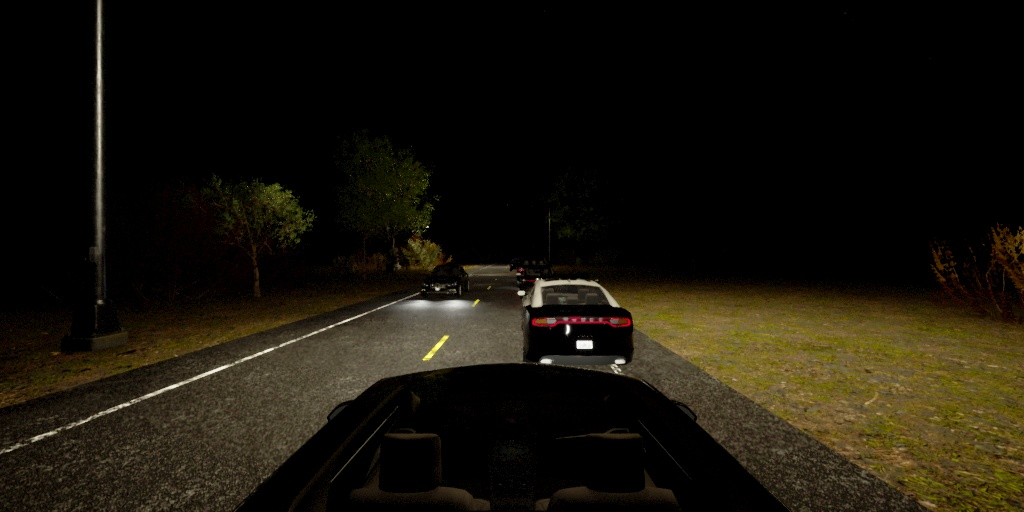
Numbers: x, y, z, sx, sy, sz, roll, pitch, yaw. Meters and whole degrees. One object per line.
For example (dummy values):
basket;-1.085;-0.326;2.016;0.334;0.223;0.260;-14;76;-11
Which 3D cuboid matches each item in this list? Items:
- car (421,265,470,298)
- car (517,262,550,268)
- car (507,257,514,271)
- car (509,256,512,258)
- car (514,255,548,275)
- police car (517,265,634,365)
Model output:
car;-3.339;1.248;18.649;1.837;1.490;4.892;0;0;1
car;1.305;1.250;18.039;1.837;1.490;4.892;0;0;1
car;0.700;1.233;46.572;1.812;1.442;4.674;0;0;1
car;0.842;1.162;58.744;1.882;1.535;5.008;0;0;1
car;1.389;0.963;24.069;2.150;2.045;5.566;0;0;1
police car;1.164;1.174;8.151;1.930;1.638;5.238;0;0;1
